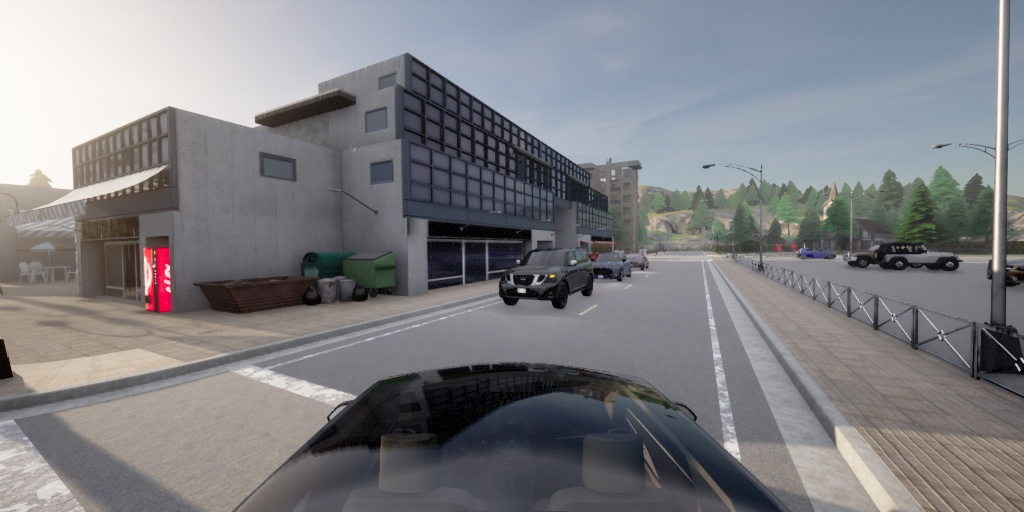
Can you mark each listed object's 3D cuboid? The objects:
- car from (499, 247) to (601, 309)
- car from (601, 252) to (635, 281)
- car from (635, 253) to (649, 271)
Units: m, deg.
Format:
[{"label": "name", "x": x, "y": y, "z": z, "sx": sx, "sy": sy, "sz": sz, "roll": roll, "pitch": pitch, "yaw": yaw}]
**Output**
[{"label": "car", "x": 1.588, "y": 0.690, "z": 13.947, "sx": 2.150, "sy": 2.045, "sz": 5.566, "roll": 0, "pitch": 1, "yaw": 28}, {"label": "car", "x": 6.159, "y": 0.555, "z": 22.657, "sx": 2.097, "sy": 1.767, "sz": 4.553, "roll": 0, "pitch": 2, "yaw": 28}, {"label": "car", "x": 10.919, "y": 0.454, "z": 31.714, "sx": 1.812, "sy": 1.442, "sz": 4.674, "roll": 0, "pitch": 2, "yaw": 28}]
